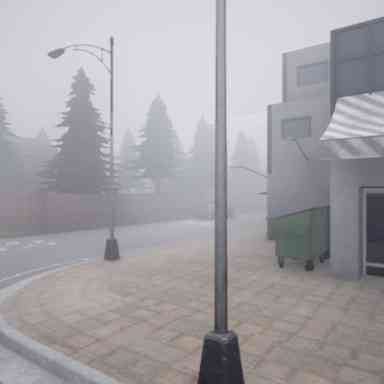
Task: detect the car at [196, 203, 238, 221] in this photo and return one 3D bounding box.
[{"bbox_3d":[2.255,1.680,29.204,1.837,1.490,4.892,0,0,37],"label":"car"}]
